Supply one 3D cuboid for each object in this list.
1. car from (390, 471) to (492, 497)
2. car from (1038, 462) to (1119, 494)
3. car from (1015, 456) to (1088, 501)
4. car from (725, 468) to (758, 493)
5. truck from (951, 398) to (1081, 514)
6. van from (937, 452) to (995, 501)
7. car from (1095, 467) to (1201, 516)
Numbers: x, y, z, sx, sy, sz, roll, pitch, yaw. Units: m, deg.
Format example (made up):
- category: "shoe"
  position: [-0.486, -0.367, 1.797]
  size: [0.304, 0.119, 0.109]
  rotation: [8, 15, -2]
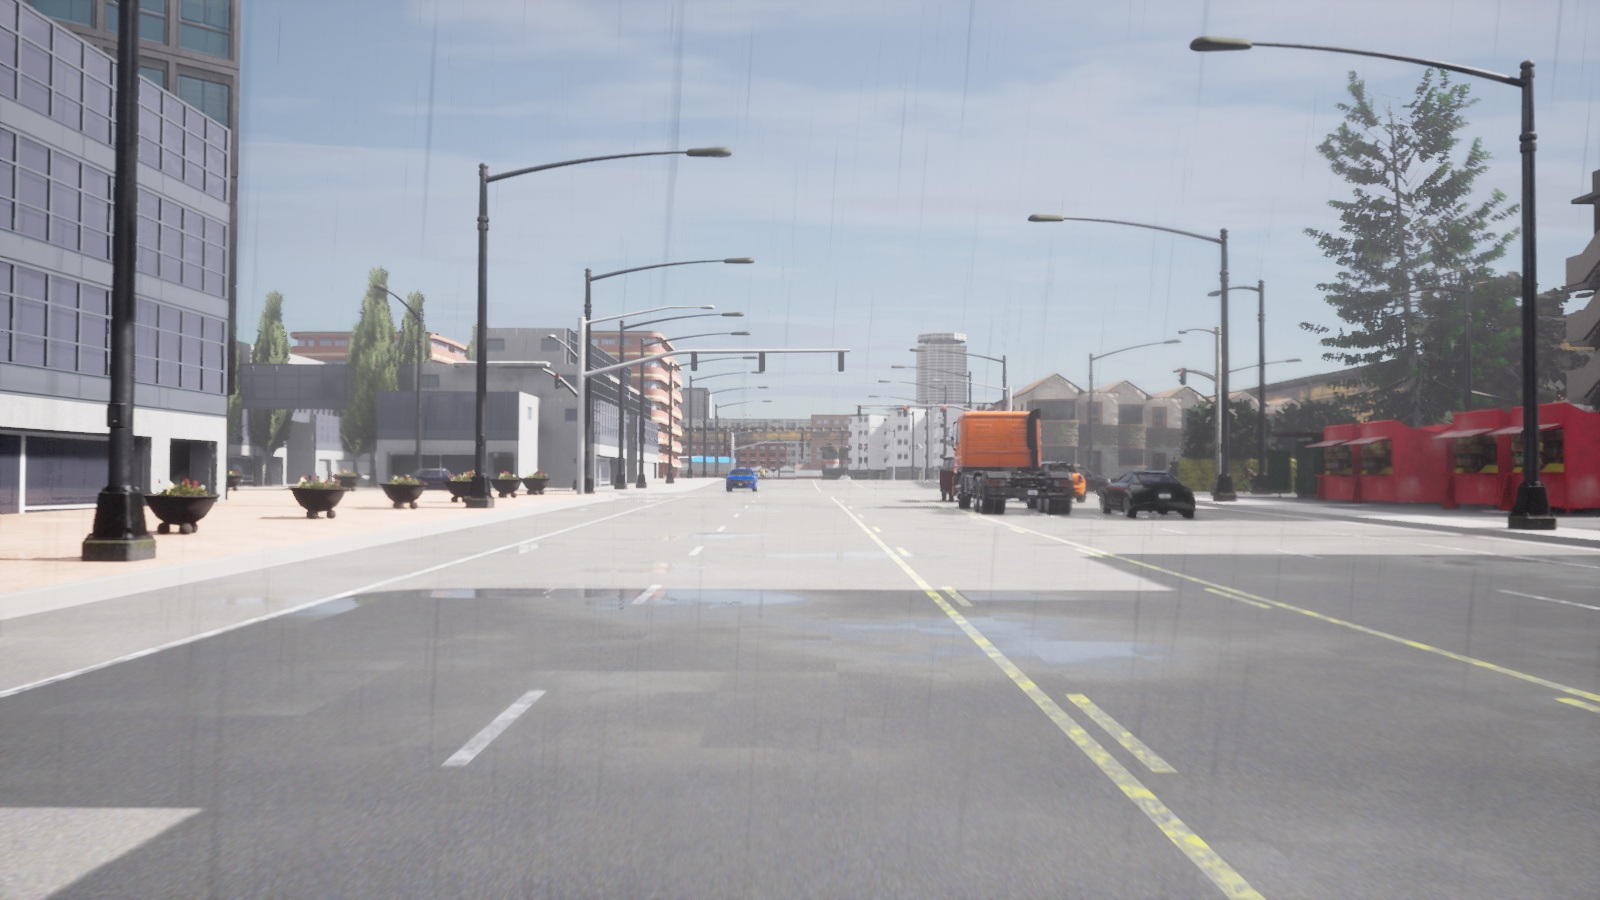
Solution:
- category: "car"
  position: [-18.518, 1.741, 64.857]
  size: [4.718, 1.301, 1.895]
  rotation: [0, -1, 0]
- category: "car"
  position: [14.402, 1.429, 65.038]
  size: [3.988, 1.617, 1.851]
  rotation: [-1, -1, 12]
- category: "car"
  position: [10.374, 1.174, 52.055]
  size: [2.097, 1.767, 4.553]
  rotation: [0, -1, 0]
- category: "car"
  position: [-3.692, 1.931, 80.390]
  size: [1.882, 1.535, 5.008]
  rotation: [0, -1, 0]
- category: "truck"
  position: [6.897, 0.216, 41.307]
  size: [2.891, 3.462, 7.936]
  rotation: [0, -1, 0]
- category: "van"
  position: [6.872, 1.090, 52.387]
  size: [1.775, 1.987, 4.442]
  rotation: [0, -1, 0]
- category: "car"
  position: [10.410, 1.213, 37.883]
  size: [1.994, 1.385, 4.181]
  rotation: [0, -1, 0]
